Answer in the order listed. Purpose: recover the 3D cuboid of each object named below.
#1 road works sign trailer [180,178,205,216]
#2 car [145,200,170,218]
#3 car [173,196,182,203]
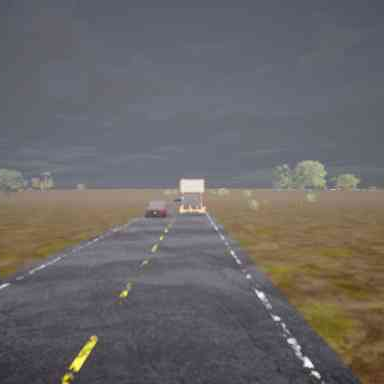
[{"bbox_3d":[0.016,0.461,32.221,2.380,3.560,2.880,0,0,0],"label":"road works sign trailer"},{"bbox_3d":[-3.081,1.475,30.308,1.882,1.535,5.008,0,0,0],"label":"car"},{"bbox_3d":[-2.965,1.587,71.411,1.895,1.301,4.718,0,0,0],"label":"car"}]
